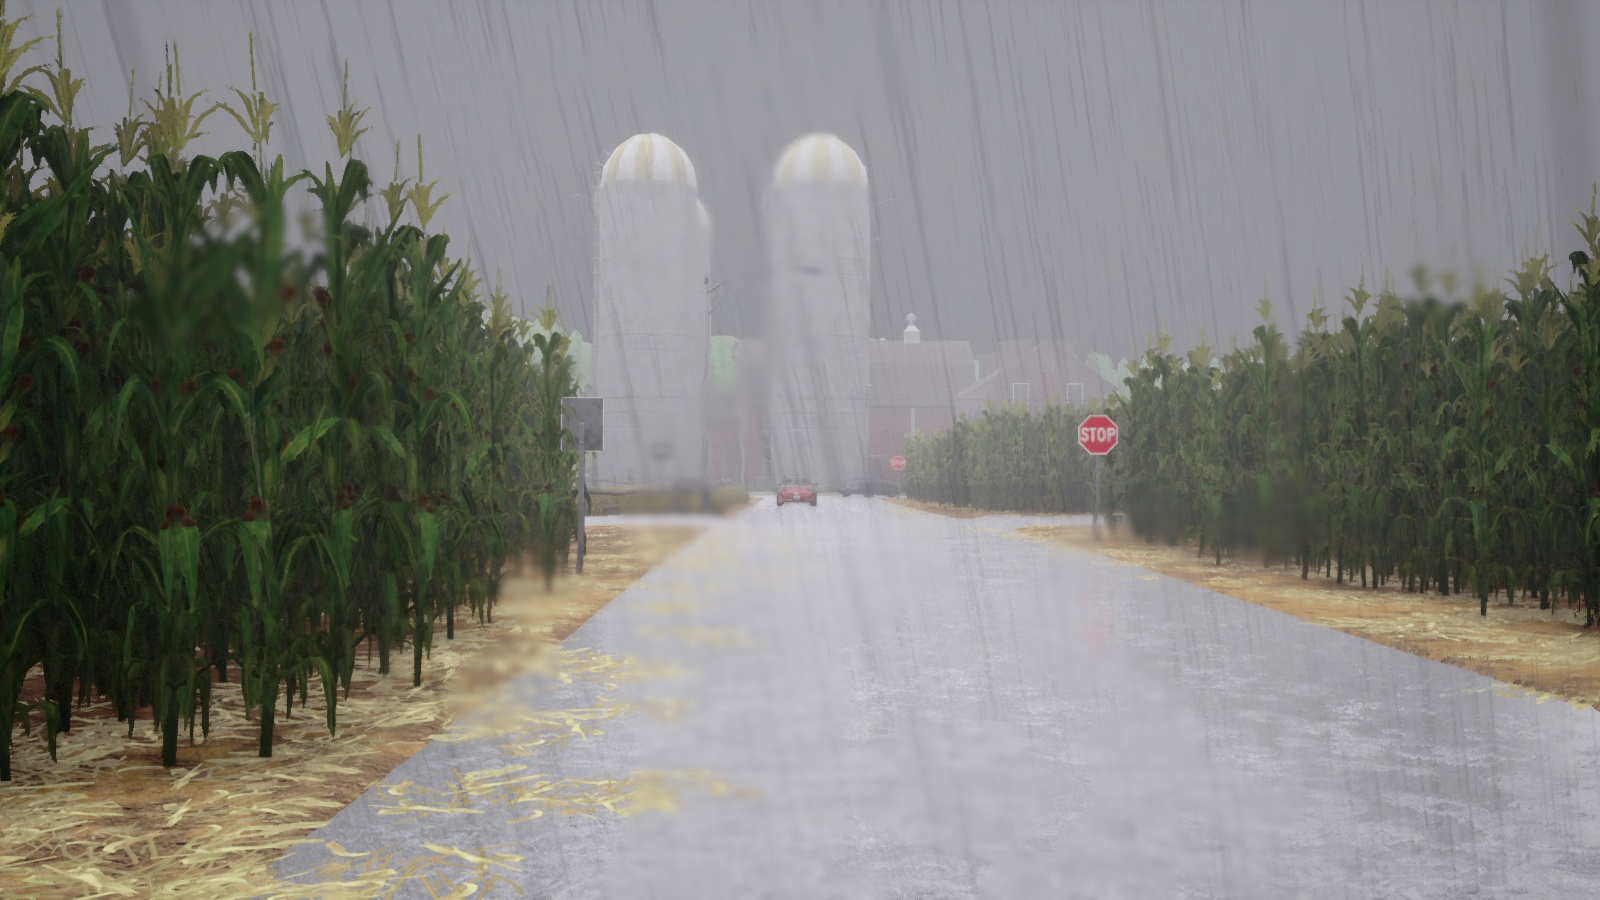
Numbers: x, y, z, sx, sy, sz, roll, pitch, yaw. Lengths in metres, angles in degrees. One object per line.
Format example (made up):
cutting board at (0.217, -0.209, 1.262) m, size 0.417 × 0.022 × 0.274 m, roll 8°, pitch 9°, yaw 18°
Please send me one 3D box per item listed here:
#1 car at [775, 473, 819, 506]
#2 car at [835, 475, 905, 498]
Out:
car at (-0.139, 1.877, 60.234) m, size 2.007 × 1.525 × 4.514 m, roll 0°, pitch -1°, yaw 0°
car at (4.554, 2.357, 81.158) m, size 2.033 × 1.411 × 5.357 m, roll -1°, pitch -1°, yaw 35°
